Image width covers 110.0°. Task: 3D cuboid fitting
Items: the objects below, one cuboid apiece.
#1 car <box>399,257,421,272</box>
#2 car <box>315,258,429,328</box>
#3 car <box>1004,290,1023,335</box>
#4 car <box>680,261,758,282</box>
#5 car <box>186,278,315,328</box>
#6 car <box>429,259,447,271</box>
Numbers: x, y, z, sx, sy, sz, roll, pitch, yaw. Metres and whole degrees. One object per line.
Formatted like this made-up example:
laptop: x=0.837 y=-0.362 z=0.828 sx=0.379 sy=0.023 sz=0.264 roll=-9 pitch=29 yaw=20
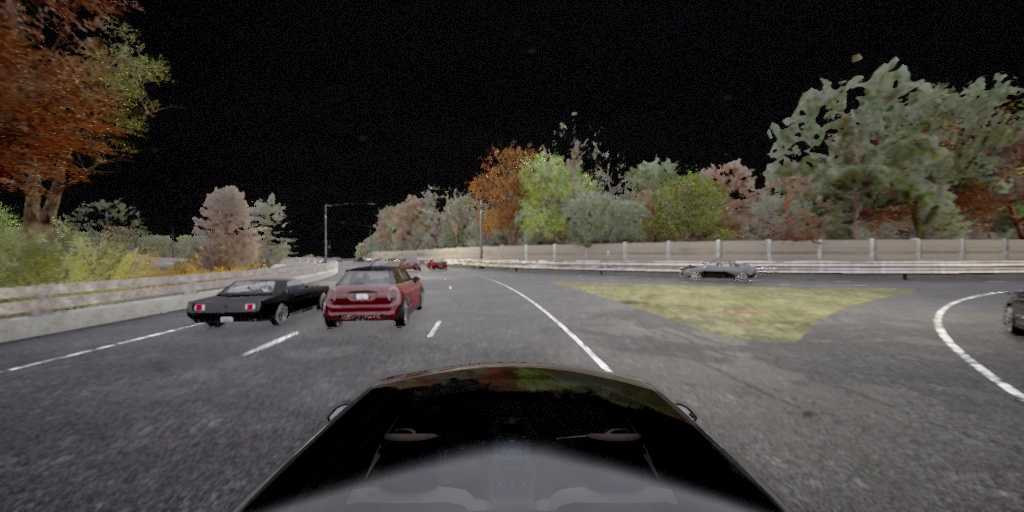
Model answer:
car: x=-12.857 y=0.973 z=44.995 sx=2.097 sy=1.767 sz=4.553 roll=0 pitch=0 yaw=-23
car: x=-4.147 y=1.078 z=11.523 sx=2.097 sy=1.767 sz=4.553 roll=0 pitch=0 yaw=-6
car: x=11.780 y=1.171 z=7.100 sx=2.128 sy=1.511 sz=4.902 roll=0 pitch=0 yaw=44
car: x=14.951 y=1.079 z=26.131 sx=4.902 sy=1.511 sz=2.128 roll=0 pitch=0 yaw=21
car: x=-7.583 y=1.341 z=11.456 sx=1.895 sy=1.301 sz=4.718 roll=0 pitch=0 yaw=-6
car: x=-9.904 y=1.080 z=46.958 sx=1.882 sy=1.535 sz=5.008 roll=0 pitch=0 yaw=-24
